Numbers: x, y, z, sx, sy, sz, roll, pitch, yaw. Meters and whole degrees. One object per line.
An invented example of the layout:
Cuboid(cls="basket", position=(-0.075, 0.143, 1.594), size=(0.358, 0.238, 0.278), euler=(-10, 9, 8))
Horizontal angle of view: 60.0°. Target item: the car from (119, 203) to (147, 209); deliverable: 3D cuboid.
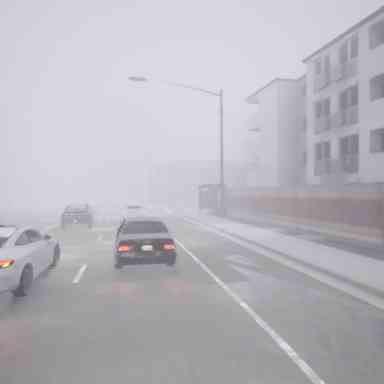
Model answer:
Cuboid(cls="car", position=(-4.274, 1.521, 24.207), size=(1.812, 1.442, 4.674), euler=(0, 0, -12))

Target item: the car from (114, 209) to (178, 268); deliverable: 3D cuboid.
Cuboid(cls="car", position=(-1.670, 1.542, 11.379), size=(2.033, 1.411, 5.357), euler=(0, 0, -11))

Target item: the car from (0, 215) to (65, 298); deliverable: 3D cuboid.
Cuboid(cls="car", position=(-4.658, 1.547, 8.260), size=(1.812, 1.442, 4.674), euler=(0, 0, -10))

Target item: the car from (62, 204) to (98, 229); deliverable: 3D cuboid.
Cuboid(cls="car", position=(-7.368, 1.512, 21.937), size=(2.128, 1.511, 4.902), euler=(0, 0, -12))
